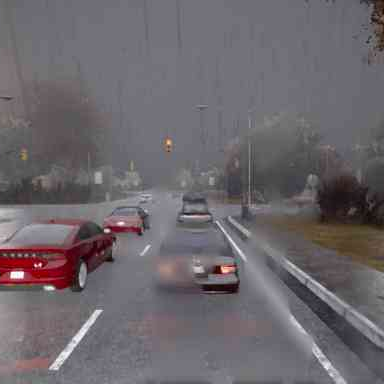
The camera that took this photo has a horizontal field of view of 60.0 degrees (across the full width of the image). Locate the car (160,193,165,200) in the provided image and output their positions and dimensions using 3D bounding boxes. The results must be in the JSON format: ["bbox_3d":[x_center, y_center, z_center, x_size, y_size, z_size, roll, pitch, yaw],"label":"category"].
[{"bbox_3d":[-7.046,0.962,65.351,2.128,1.511,4.902,0,1,0],"label":"car"}]

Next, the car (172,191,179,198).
[{"bbox_3d":[-4.003,0.720,86.388,2.128,1.511,4.902,0,1,-4],"label":"car"}]

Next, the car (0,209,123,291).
[{"bbox_3d":[-3.396,1.445,8.936,1.882,1.535,5.008,0,0,0],"label":"car"}]

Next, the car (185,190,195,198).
[{"bbox_3d":[-0.480,0.426,86.064,2.150,2.045,5.566,0,1,-4],"label":"car"}]

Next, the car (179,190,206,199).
[{"bbox_3d":[0.287,0.849,48.514,2.150,2.045,5.566,-2,1,-19],"label":"car"}]

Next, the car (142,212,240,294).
[{"bbox_3d":[0.101,1.516,8.863,2.033,1.411,5.357,0,0,0],"label":"car"}]

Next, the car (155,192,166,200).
[{"bbox_3d":[-7.114,0.872,75.739,2.128,1.511,4.902,0,1,-1],"label":"car"}]

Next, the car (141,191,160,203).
[{"bbox_3d":[-7.087,0.791,55.178,2.150,2.045,5.566,0,1,0],"label":"car"}]

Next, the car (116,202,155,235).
[{"bbox_3d":[-3.397,1.458,17.923,1.994,1.385,4.181,0,0,0],"label":"car"}]

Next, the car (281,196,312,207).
[{"bbox_3d":[13.874,1.200,43.126,4.674,1.442,1.812,0,1,-3],"label":"car"}]

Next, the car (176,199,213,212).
[{"bbox_3d":[0.131,1.380,18.556,2.128,1.511,4.902,0,0,-1],"label":"car"}]
